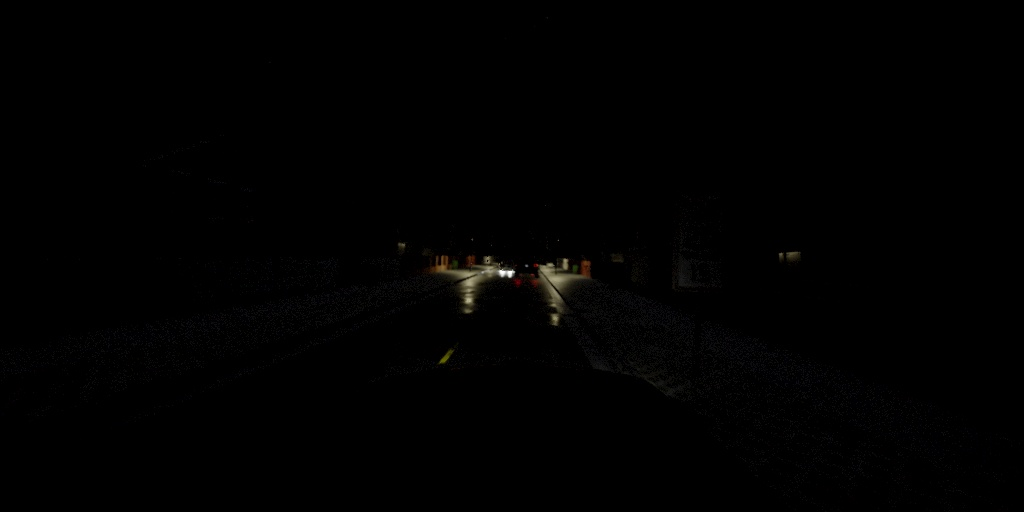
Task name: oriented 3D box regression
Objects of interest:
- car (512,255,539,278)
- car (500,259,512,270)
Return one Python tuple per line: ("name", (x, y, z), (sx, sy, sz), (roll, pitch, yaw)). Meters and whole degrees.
("car", (1.436, 0.976, 34.765), (2.150, 2.045, 5.566), (2, 0, 3))
("car", (-0.631, 1.158, 51.682), (2.128, 1.511, 4.902), (2, 0, 3))
